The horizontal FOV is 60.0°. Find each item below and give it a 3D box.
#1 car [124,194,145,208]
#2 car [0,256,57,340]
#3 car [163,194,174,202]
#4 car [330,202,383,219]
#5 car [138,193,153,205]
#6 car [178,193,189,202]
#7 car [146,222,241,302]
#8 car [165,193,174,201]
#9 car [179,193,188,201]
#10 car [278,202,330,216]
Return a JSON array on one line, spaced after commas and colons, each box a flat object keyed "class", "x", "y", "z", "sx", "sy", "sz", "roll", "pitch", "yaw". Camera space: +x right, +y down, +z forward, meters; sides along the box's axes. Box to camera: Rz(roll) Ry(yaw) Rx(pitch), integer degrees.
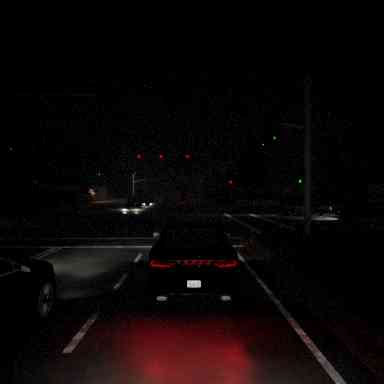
[{"class": "car", "x": -8.307, "y": 1.475, "z": 47.102, "sx": 1.882, "sy": 1.535, "sz": 5.008, "roll": 0, "pitch": 0, "yaw": -1}, {"class": "car", "x": -3.468, "y": 1.491, "z": 4.374, "sx": 2.128, "sy": 1.511, "sz": 4.902, "roll": 0, "pitch": 0, "yaw": 0}, {"class": "car", "x": -5.415, "y": 1.529, "z": 74.529, "sx": 2.033, "sy": 1.411, "sz": 5.357, "roll": 0, "pitch": 0, "yaw": -1}, {"class": "car", "x": 14.762, "y": 1.562, "z": 28.946, "sx": 4.181, "sy": 1.385, "sz": 1.994, "roll": 0, "pitch": 0, "yaw": -2}, {"class": "car", "x": -8.545, "y": 1.219, "z": 57.087, "sx": 2.150, "sy": 2.045, "sz": 5.566, "roll": 0, "pitch": 0, "yaw": -1}, {"class": "car", "x": -1.900, "y": 1.222, "z": 74.229, "sx": 2.150, "sy": 2.045, "sz": 5.566, "roll": 0, "pitch": 0, "yaw": -1}, {"class": "car", "x": 0.001, "y": 1.477, "z": 8.365, "sx": 1.882, "sy": 1.535, "sz": 5.008, "roll": 0, "pitch": 0, "yaw": -1}, {"class": "car", "x": -5.688, "y": 1.266, "z": 85.134, "sx": 2.097, "sy": 1.767, "sz": 4.553, "roll": 0, "pitch": 0, "yaw": -1}, {"class": "car", "x": -2.182, "y": 1.221, "z": 84.962, "sx": 2.150, "sy": 2.045, "sz": 5.566, "roll": 0, "pitch": 0, "yaw": -1}, {"class": "car", "x": 10.866, "y": 1.599, "z": 32.336, "sx": 4.718, "sy": 1.301, "sz": 1.895, "roll": 0, "pitch": 0, "yaw": -2}]
